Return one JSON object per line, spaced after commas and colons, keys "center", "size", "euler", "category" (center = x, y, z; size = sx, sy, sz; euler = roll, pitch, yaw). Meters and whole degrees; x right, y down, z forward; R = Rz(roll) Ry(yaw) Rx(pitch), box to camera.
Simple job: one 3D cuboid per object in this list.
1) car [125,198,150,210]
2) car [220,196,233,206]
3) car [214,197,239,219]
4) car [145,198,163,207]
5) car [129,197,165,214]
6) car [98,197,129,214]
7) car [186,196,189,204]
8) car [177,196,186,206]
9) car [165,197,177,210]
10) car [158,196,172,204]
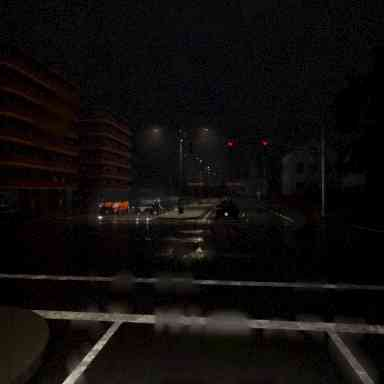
{"center": [-7.139, 1.545, 44.359], "size": [2.033, 1.411, 5.357], "euler": [0, 0, 6], "category": "car"}
{"center": [5.718, 1.491, 55.059], "size": [2.128, 1.511, 4.902], "euler": [0, 0, 6], "category": "car"}
{"center": [3.018, 1.505, 28.790], "size": [1.837, 1.490, 4.892], "euler": [1, 0, 7], "category": "car"}
{"center": [-6.146, 1.601, 53.890], "size": [1.895, 1.301, 4.718], "euler": [0, 0, 6], "category": "car"}
{"center": [-4.605, 1.491, 34.871], "size": [2.128, 1.511, 4.902], "euler": [0, 0, 6], "category": "car"}
{"center": [-8.120, 1.352, 34.941], "size": [2.097, 1.767, 4.553], "euler": [0, 0, 6], "category": "car"}
{"center": [-1.657, 1.505, 63.030], "size": [1.837, 1.490, 4.892], "euler": [0, 0, 7], "category": "car"}
{"center": [-2.706, 1.491, 53.127], "size": [2.128, 1.511, 4.902], "euler": [0, 0, 6], "category": "car"}
{"center": [-3.653, 1.601, 44.081], "size": [1.895, 1.301, 4.718], "euler": [0, 0, 6], "category": "car"}
{"center": [-5.089, 1.564, 63.865], "size": [1.994, 1.385, 4.181], "euler": [0, 0, 6], "category": "car"}
